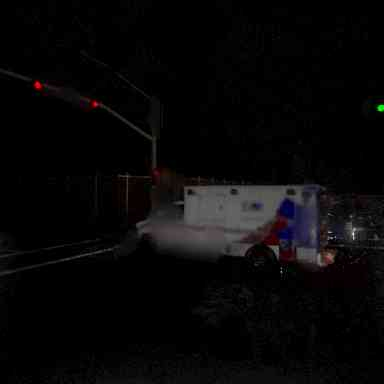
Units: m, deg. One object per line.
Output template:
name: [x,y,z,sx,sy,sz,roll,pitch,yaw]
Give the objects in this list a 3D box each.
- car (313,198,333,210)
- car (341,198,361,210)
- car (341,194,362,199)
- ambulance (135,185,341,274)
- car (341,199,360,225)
car: [17.955,1.550,45.451,2.033,1.411,5.357,0,0,27]
car: [14.879,1.556,31.779,1.994,1.385,4.181,0,0,27]
car: [20.913,1.224,43.552,2.150,2.045,5.566,0,0,27]
ambulance: [1.176,1.032,10.720,6.366,2.431,2.351,0,0,27]
car: [10.825,1.491,23.848,1.837,1.490,4.892,0,0,27]
